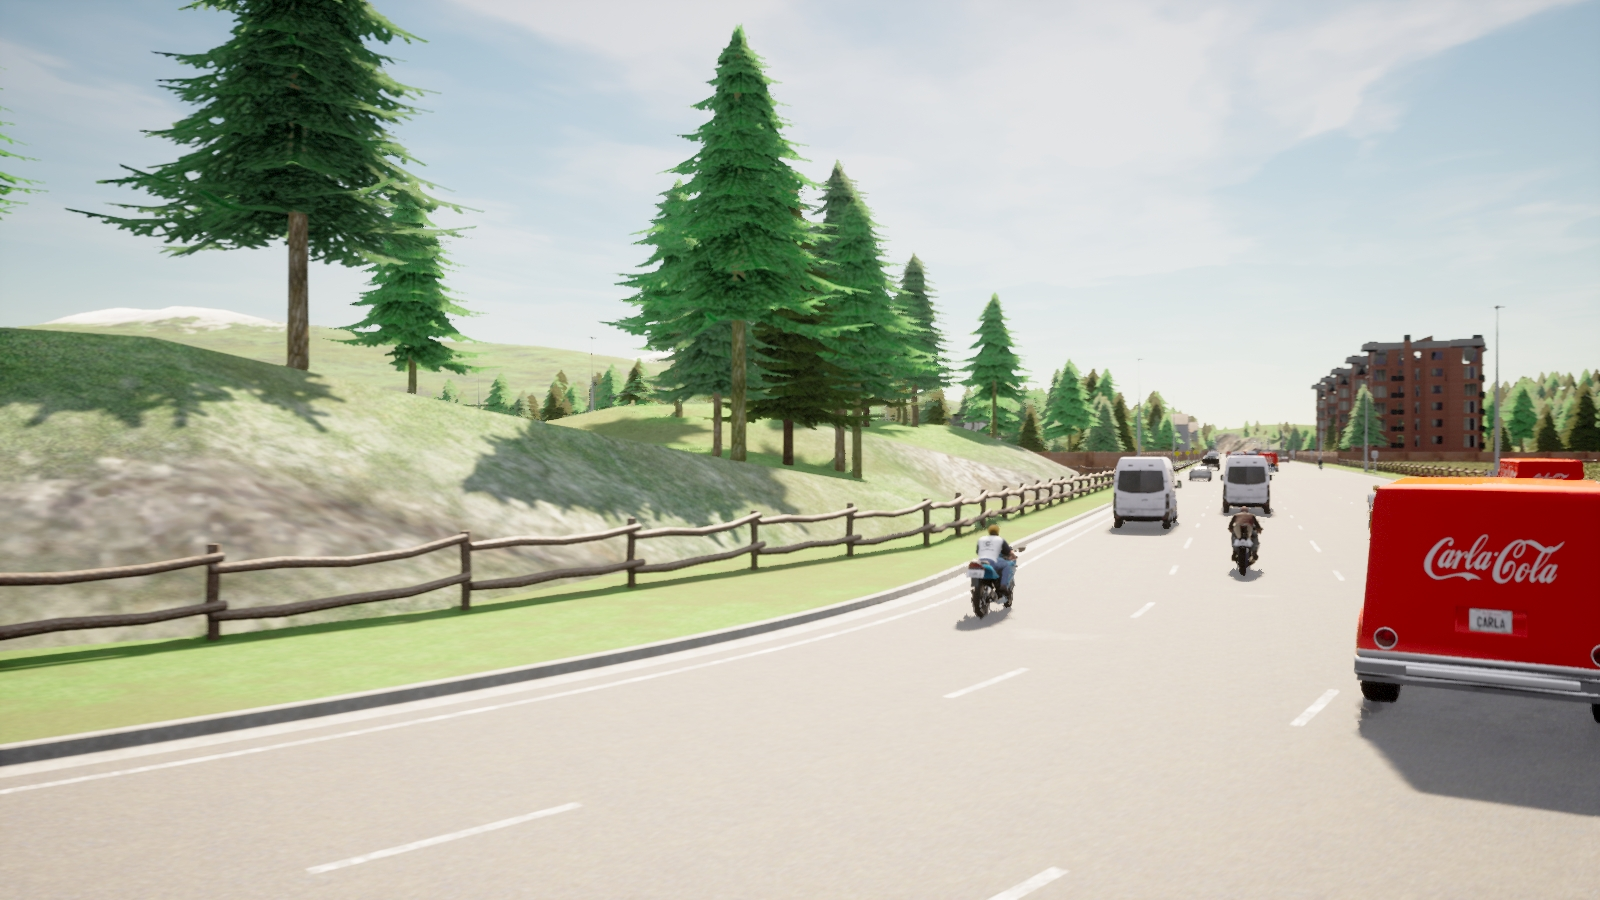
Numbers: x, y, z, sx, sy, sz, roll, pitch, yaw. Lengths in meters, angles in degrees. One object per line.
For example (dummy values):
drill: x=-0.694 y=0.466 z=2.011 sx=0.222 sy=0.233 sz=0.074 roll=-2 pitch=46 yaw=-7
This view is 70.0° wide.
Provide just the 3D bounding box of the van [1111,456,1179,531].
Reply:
van: x=12.999 y=1.543 z=42.778 sx=1.988 sy=2.561 sz=5.915 roll=0 pitch=0 yaw=21

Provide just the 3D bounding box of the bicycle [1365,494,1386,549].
bicycle: x=16.772 y=2.060 z=33.290 sx=0.373 sy=1.496 sz=1.643 roll=0 pitch=-1 yaw=21

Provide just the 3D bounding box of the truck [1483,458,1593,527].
truck: x=28.862 y=1.574 z=44.911 sx=2.627 sy=2.467 sz=5.204 roll=0 pitch=0 yaw=21

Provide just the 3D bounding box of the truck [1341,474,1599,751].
truck: x=8.067 y=1.567 z=13.286 sx=2.627 sy=2.467 sz=5.204 roll=0 pitch=0 yaw=32

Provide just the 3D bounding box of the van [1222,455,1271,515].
van: x=20.669 y=1.544 z=52.914 sx=1.988 sy=2.561 sz=5.915 roll=0 pitch=0 yaw=21

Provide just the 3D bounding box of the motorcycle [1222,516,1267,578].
motorcycle: x=10.325 y=2.209 z=26.494 sx=0.867 sy=1.251 sz=2.209 roll=-1 pitch=0 yaw=23

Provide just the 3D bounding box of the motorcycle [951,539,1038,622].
motorcycle: x=3.348 y=2.190 z=19.526 sx=0.803 sy=1.199 sz=2.033 roll=-3 pitch=-1 yaw=28
